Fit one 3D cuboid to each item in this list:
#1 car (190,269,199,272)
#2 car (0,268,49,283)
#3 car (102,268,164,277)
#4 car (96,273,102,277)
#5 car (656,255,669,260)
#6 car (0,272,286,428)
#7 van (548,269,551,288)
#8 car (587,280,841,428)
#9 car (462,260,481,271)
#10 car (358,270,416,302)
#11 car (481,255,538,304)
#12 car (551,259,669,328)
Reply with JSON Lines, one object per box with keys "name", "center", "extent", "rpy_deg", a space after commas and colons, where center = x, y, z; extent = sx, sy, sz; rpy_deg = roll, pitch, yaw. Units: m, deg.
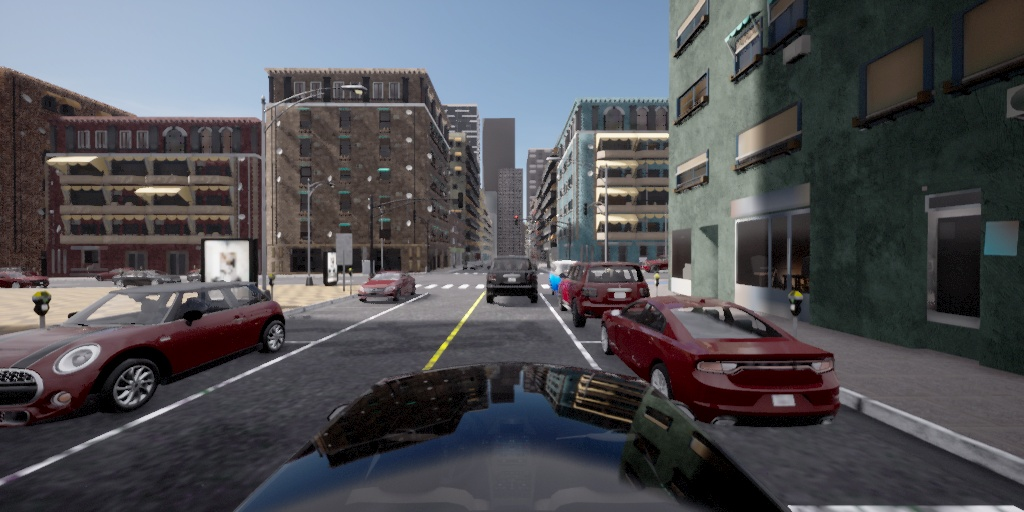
{"name": "car", "center": [-22.394, 1.635, 27.600], "extent": [4.403, 1.370, 2.007], "rpy_deg": [0, 0, 0]}
{"name": "car", "center": [-38.392, 1.863, 27.531], "extent": [4.507, 1.381, 1.888], "rpy_deg": [0, 0, 0]}
{"name": "car", "center": [-27.963, 1.716, 27.560], "extent": [4.403, 1.370, 2.007], "rpy_deg": [0, 0, 0]}
{"name": "car", "center": [-39.164, 1.845, 36.069], "extent": [4.207, 1.307, 1.802], "rpy_deg": [0, 0, 0]}
{"name": "car", "center": [15.772, 0.780, 36.384], "extent": [5.009, 1.841, 2.192], "rpy_deg": [0, 0, 0]}
{"name": "car", "center": [-5.692, 1.187, 5.776], "extent": [1.967, 1.591, 4.097], "rpy_deg": [0, 0, 0]}
{"name": "van", "center": [2.689, 1.088, 16.830], "extent": [1.690, 1.789, 3.998], "rpy_deg": [0, 0, 0]}
{"name": "car", "center": [2.689, 1.293, 5.774], "extent": [1.888, 1.381, 4.507], "rpy_deg": [0, 0, 0]}
{"name": "car", "center": [-5.692, 1.318, 49.236], "extent": [1.948, 1.339, 4.313], "rpy_deg": [0, 0, 0]}
{"name": "car", "center": [-5.692, 1.329, 16.831], "extent": [1.802, 1.307, 4.207], "rpy_deg": [0, 0, 0]}
{"name": "car", "center": [0.000, 1.006, 16.530], "extent": [2.150, 2.045, 5.566], "rpy_deg": [0, 0, 0]}
{"name": "car", "center": [2.689, 1.062, 11.303], "extent": [2.192, 1.841, 5.009], "rpy_deg": [0, 0, 0]}
